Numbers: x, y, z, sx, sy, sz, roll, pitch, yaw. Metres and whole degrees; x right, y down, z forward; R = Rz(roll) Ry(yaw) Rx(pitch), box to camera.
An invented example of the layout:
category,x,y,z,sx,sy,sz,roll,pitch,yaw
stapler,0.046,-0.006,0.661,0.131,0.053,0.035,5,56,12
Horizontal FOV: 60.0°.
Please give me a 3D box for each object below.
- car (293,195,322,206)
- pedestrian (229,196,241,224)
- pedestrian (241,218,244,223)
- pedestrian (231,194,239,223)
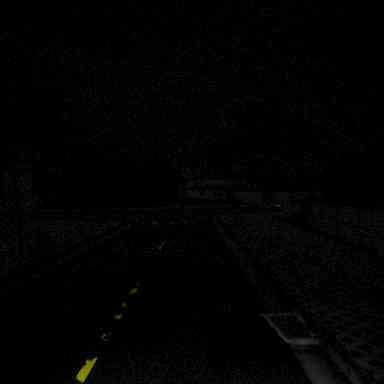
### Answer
category,x,y,z,sx,sy,sz,roll,pitch,yaw
car,15.567,1.167,43.974,5.357,1.411,2.033,-1,3,-33
pedestrian,2.727,1.113,21.148,0.375,1.860,0.375,-3,3,1
pedestrian,3.053,1.492,21.765,0.500,1.100,0.500,-3,3,1
pedestrian,2.898,1.112,22.347,0.375,1.860,0.375,-3,3,1
